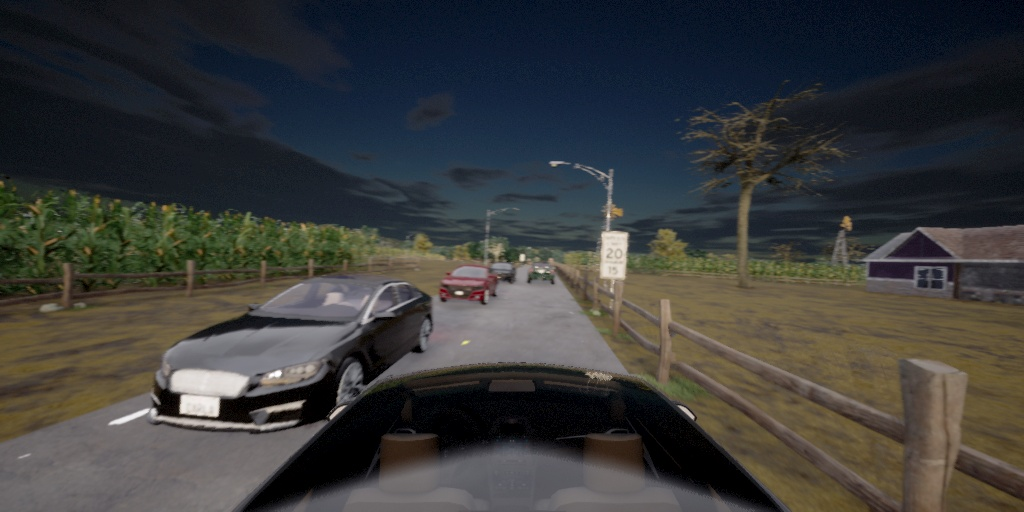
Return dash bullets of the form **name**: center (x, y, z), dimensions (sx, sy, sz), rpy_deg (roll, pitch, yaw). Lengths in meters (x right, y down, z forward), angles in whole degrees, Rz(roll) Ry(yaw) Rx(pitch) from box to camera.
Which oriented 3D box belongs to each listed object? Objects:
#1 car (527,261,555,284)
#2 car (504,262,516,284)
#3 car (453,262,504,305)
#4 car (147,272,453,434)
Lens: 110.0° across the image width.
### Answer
- **car**: center (2.426, 1.249, 29.462), dimensions (2.097, 1.767, 4.553), rpy_deg (3, 0, 5)
- **car**: center (-0.731, 1.194, 27.218), dimensions (1.882, 1.535, 5.008), rpy_deg (3, 0, 5)
- **car**: center (-1.751, 1.127, 15.934), dimensions (1.882, 1.535, 5.008), rpy_deg (3, 0, 5)
- **car**: center (-2.632, 1.086, 5.658), dimensions (2.128, 1.511, 4.902), rpy_deg (3, 0, 4)
